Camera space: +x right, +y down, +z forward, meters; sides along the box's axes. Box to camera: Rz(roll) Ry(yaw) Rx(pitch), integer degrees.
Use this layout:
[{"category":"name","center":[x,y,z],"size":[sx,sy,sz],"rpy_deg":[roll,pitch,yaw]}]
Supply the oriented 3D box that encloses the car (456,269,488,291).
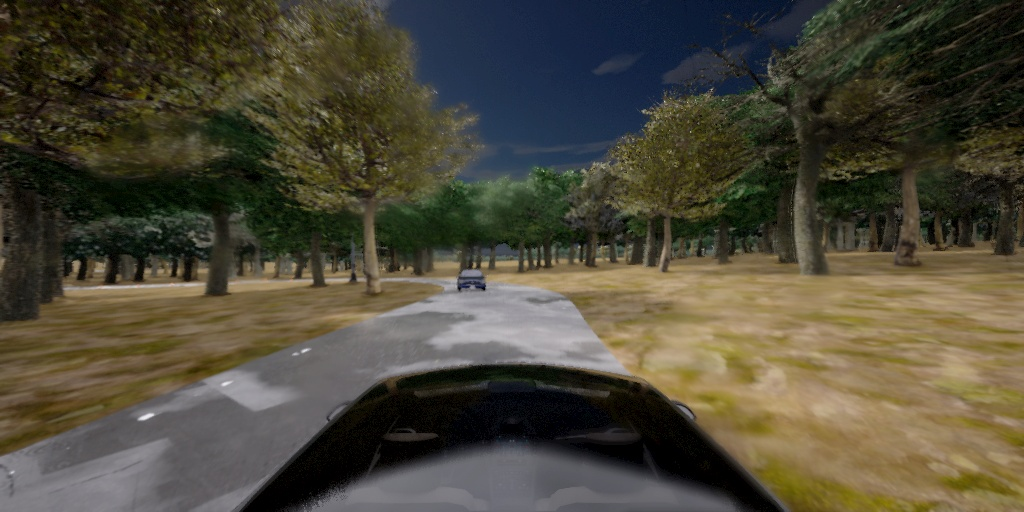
[{"category":"car","center":[-2.737,1.604,24.399],"size":[2.033,1.411,5.357],"rpy_deg":[1,-2,-7]}]
